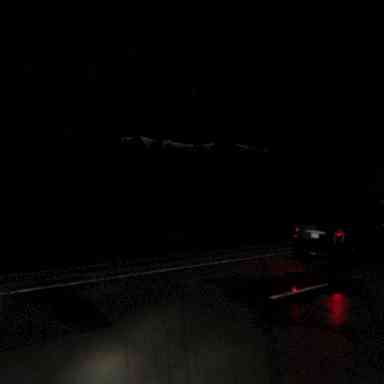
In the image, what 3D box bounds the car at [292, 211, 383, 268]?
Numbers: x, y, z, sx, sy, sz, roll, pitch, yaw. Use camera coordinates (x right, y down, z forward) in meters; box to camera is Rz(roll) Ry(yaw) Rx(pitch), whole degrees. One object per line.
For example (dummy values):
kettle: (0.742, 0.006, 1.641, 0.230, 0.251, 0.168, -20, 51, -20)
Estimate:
car: (5.712, 1.450, 11.922, 4.553, 1.767, 2.097, 1, 0, -35)
